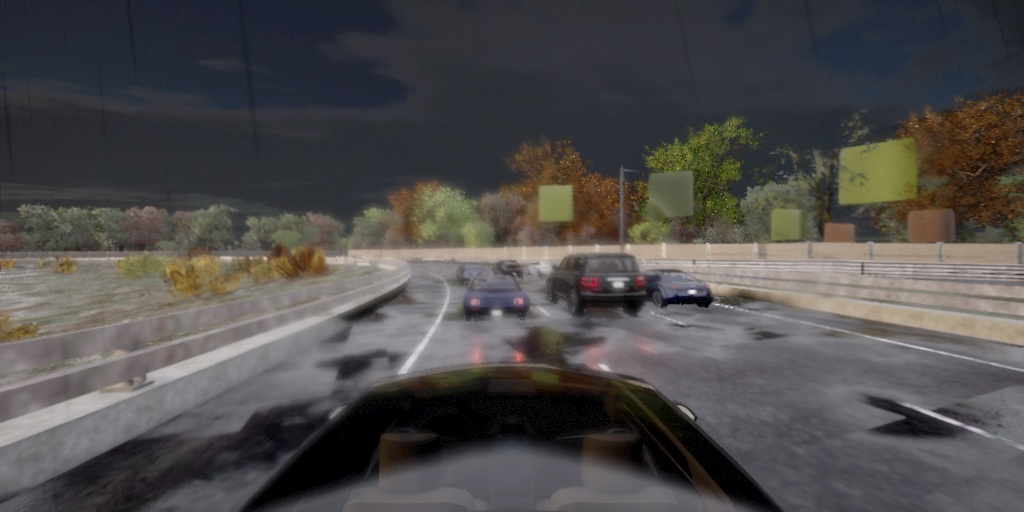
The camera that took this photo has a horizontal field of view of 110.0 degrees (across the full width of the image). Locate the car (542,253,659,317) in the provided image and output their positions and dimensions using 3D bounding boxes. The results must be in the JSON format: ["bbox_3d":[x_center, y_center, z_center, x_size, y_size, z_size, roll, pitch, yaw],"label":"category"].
[{"bbox_3d":[2.786,0.898,12.977,2.150,2.045,5.566,0,1,-6],"label":"car"}]

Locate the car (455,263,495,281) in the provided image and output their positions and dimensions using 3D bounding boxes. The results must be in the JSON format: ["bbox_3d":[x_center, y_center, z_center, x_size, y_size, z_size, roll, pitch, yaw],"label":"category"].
[{"bbox_3d":[-2.896,1.171,25.229,2.033,1.411,5.357,0,0,-14],"label":"car"}]

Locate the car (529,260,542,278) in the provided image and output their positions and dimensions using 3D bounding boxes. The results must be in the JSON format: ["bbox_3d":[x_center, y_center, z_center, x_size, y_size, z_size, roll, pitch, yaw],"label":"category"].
[{"bbox_3d":[2.748,1.094,31.097,1.812,1.442,4.674,0,0,-15],"label":"car"}]

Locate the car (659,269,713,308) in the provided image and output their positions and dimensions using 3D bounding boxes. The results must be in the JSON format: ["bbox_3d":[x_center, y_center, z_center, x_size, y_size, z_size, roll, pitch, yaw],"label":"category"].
[{"bbox_3d":[6.098,1.217,14.572,1.994,1.385,4.181,0,0,-7],"label":"car"}]

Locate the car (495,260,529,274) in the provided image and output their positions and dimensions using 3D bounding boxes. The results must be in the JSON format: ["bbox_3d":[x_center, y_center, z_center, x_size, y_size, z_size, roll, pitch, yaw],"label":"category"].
[{"bbox_3d":[-0.456,1.096,29.553,1.837,1.490,4.892,0,1,-15],"label":"car"}]

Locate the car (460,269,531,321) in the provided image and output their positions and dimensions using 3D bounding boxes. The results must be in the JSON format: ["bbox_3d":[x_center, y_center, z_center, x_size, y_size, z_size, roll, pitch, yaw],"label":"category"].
[{"bbox_3d":[-0.655,1.292,12.210,1.895,1.301,4.718,0,0,-6],"label":"car"}]
